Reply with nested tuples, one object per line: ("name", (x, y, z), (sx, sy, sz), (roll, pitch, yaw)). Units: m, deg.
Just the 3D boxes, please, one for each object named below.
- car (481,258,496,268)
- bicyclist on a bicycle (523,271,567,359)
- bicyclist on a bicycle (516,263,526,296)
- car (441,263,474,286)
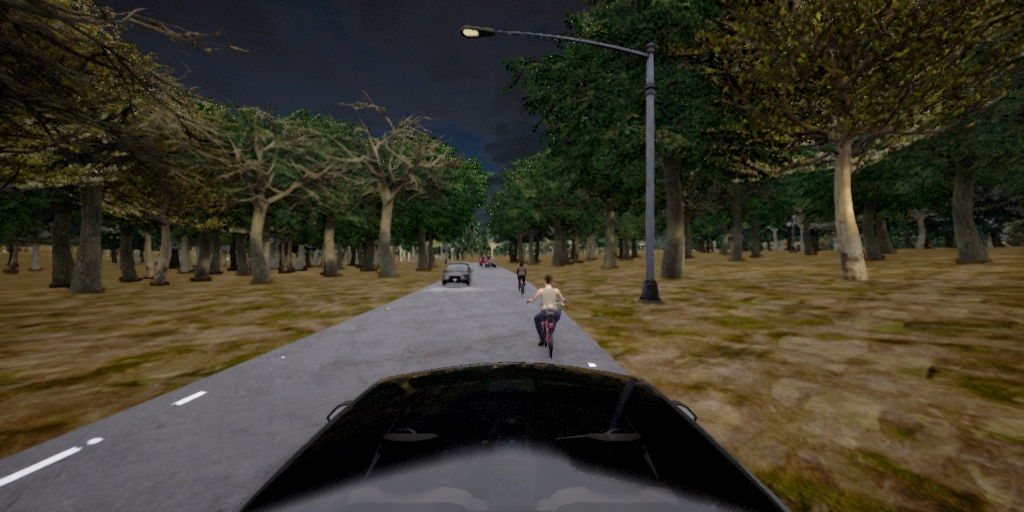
("car", (-3.894, 1.393, 63.193), (1.895, 1.301, 4.718), (0, 0, -7))
("bicyclist on a bicycle", (0.739, 1.188, 7.427), (0.866, 1.612, 1.509), (0, -1, 0))
("bicyclist on a bicycle", (0.489, 1.208, 18.220), (0.582, 1.620, 1.656), (0, 0, -2))
("car", (-3.749, 1.260, 25.166), (1.837, 1.490, 4.892), (0, 0, -3))
